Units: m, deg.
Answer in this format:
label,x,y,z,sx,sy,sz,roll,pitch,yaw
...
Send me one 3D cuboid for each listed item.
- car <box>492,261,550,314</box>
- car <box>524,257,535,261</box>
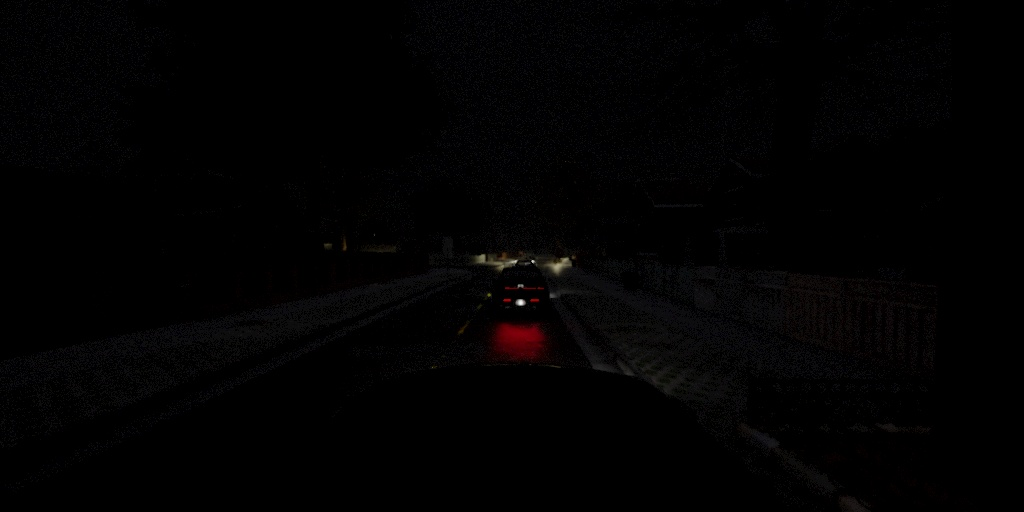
label,x,y,z,sx,sy,sz,roll,pitch,yaw
car,0.326,1.116,13.102,1.837,1.490,4.892,0,1,2
car,0.895,1.020,25.505,1.994,1.385,4.181,0,1,4
